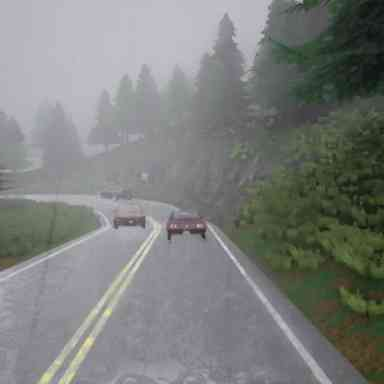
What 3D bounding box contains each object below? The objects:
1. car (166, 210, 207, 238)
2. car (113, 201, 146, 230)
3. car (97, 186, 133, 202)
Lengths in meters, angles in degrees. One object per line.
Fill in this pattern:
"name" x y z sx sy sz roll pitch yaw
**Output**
"car" -0.362 1.579 17.397 1.895 1.301 4.718 -1 0 -3
"car" -4.068 1.535 21.748 1.882 1.535 5.008 -1 -1 -12
"car" -8.298 0.117 35.568 4.892 1.490 1.837 4 6 44
